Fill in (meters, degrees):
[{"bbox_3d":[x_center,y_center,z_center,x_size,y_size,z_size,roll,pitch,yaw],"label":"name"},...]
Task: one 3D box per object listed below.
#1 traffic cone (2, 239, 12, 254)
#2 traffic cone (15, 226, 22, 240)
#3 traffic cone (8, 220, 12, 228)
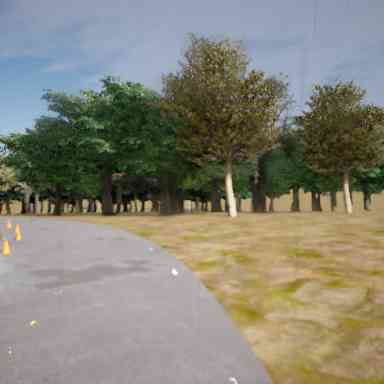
[{"bbox_3d":[-7.461,2.180,13.385,0.340,0.580,0.340,0,-1,-19],"label":"traffic cone"},{"bbox_3d":[-9.252,2.265,17.749,0.340,0.580,0.340,0,-1,-25],"label":"traffic cone"},{"bbox_3d":[-14.144,2.484,25.801,0.340,0.580,0.340,0,-1,-37],"label":"traffic cone"}]
